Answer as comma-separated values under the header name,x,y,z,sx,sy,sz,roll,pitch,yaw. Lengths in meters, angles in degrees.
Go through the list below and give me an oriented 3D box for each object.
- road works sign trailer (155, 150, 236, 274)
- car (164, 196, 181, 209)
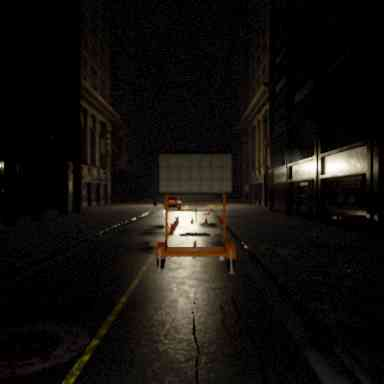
name,x,y,z,sx,sy,sz,roll,pitch,yaw
road works sign trailer,0.114,0.474,10.604,2.380,3.560,2.880,0,0,1
car,-2.570,1.401,44.891,2.097,1.767,4.553,0,0,1
